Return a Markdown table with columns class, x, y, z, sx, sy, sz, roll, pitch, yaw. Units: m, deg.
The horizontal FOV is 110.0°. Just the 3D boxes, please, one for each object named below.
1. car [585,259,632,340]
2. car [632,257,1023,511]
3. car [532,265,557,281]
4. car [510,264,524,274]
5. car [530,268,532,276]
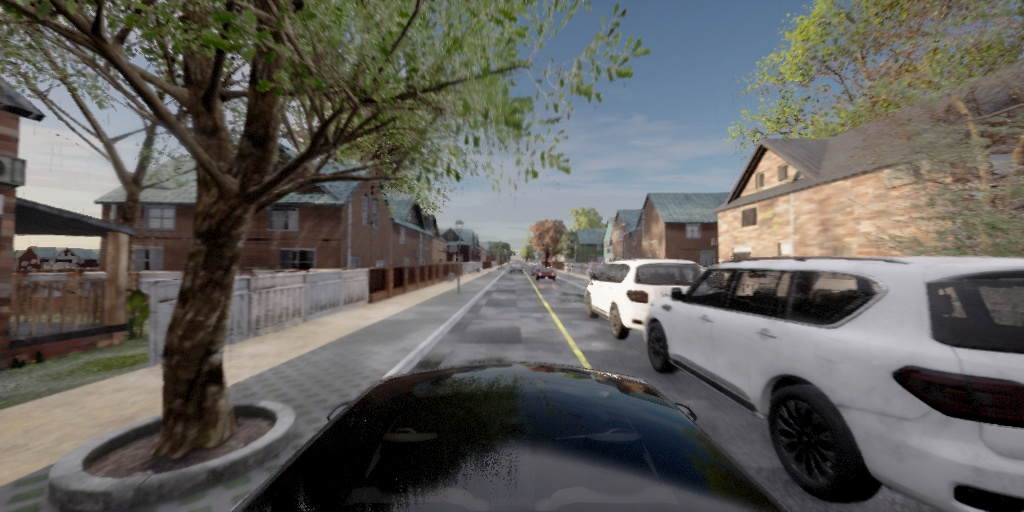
| class | x | y | z | sx | sy | sz | roll | pitch | yaw |
| --- | --- | --- | --- | --- | --- | --- | --- | --- | --- |
| car | 3.670 | 1.115 | 10.628 | 2.150 | 2.045 | 5.566 | 1 | -1 | 1 |
| car | 3.588 | 1.044 | 4.629 | 2.150 | 2.045 | 5.566 | 1 | -1 | 1 |
| car | 3.231 | 1.764 | 35.216 | 1.895 | 1.301 | 4.718 | 1 | -1 | 1 |
| car | 0.656 | 1.848 | 52.203 | 1.812 | 1.442 | 4.674 | 1 | -1 | 1 |
| car | 3.316 | 1.823 | 45.436 | 2.033 | 1.411 | 5.357 | 1 | -1 | 1 |
